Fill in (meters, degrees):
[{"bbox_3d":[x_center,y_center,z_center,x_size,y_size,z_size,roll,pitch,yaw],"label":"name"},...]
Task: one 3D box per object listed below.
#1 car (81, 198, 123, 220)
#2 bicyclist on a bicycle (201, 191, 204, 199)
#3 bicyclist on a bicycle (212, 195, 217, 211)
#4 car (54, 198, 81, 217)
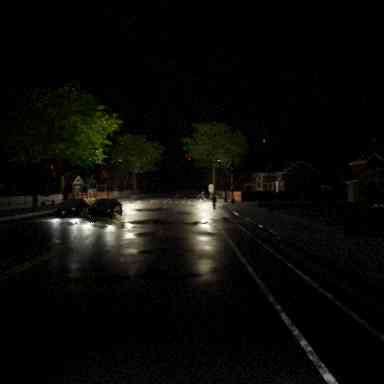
[{"bbox_3d":[-6.593,1.238,25.536,1.882,1.535,5.008,0,0,0],"label":"car"},{"bbox_3d":[2.252,0.705,70.020,0.659,1.776,1.843,0,1,0],"label":"bicyclist on a bicycle"},{"bbox_3d":[2.251,1.138,33.594,0.582,1.620,1.656,0,0,0],"label":"bicyclist on a bicycle"},{"bbox_3d":[-9.838,1.266,27.761,1.812,1.442,4.674,0,0,0],"label":"car"}]
